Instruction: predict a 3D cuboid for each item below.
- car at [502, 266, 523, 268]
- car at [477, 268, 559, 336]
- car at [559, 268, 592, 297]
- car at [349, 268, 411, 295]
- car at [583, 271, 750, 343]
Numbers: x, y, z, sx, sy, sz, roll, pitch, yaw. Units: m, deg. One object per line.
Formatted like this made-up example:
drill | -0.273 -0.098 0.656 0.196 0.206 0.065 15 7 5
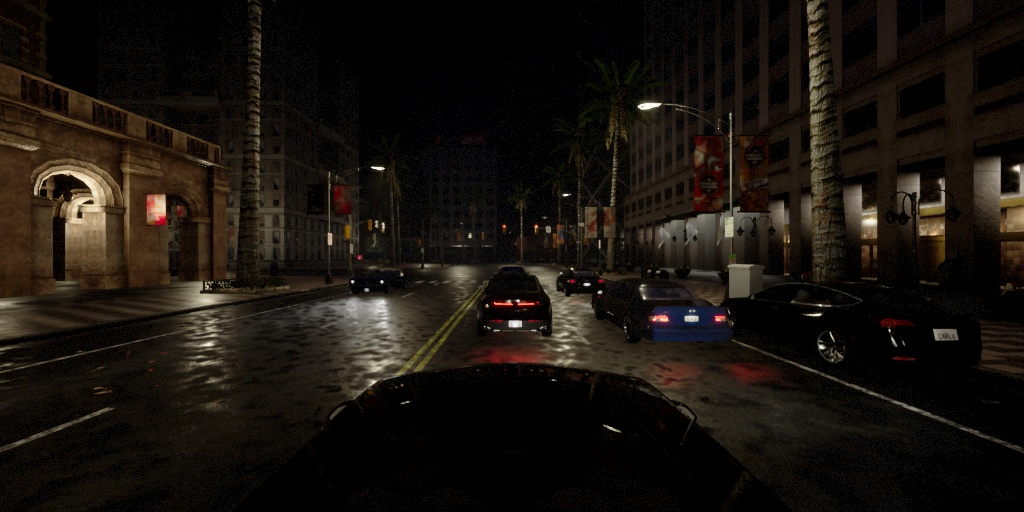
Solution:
car | 0.013 1.276 19.306 1.812 1.442 4.674 0 0 -2
car | 0.052 1.254 10.359 1.837 1.490 4.892 0 0 -1
car | 3.517 1.314 18.902 1.994 1.385 4.181 0 0 -1
car | -7.105 1.351 19.768 1.895 1.301 4.718 0 0 0
car | 3.562 1.297 9.659 2.033 1.411 5.357 0 0 0
